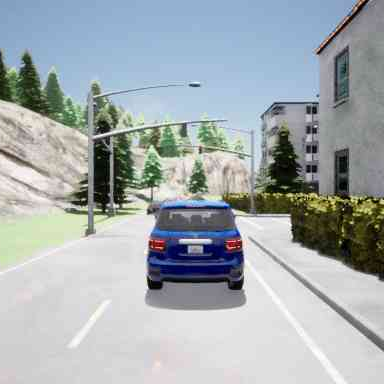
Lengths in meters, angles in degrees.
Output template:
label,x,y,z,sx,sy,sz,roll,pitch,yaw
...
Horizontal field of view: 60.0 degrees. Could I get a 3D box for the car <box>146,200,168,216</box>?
label,x,y,z,sx,sy,sz,roll,pitch,yaw
car,-3.414,1.564,33.051,1.994,1.385,4.181,0,0,-3

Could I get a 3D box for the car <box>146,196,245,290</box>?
label,x,y,z,sx,sy,sz,roll,pitch,yaw
car,0.087,1.221,9.226,2.150,2.045,5.566,0,0,0

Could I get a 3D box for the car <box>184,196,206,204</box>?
label,x,y,z,sx,sy,sz,roll,pitch,yaw
car,0.615,1.507,62.651,1.837,1.490,4.892,-1,-1,29

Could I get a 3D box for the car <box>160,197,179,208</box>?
label,x,y,z,sx,sy,sz,roll,pitch,yaw
car,-3.161,1.493,48.295,2.128,1.511,4.902,0,0,4
